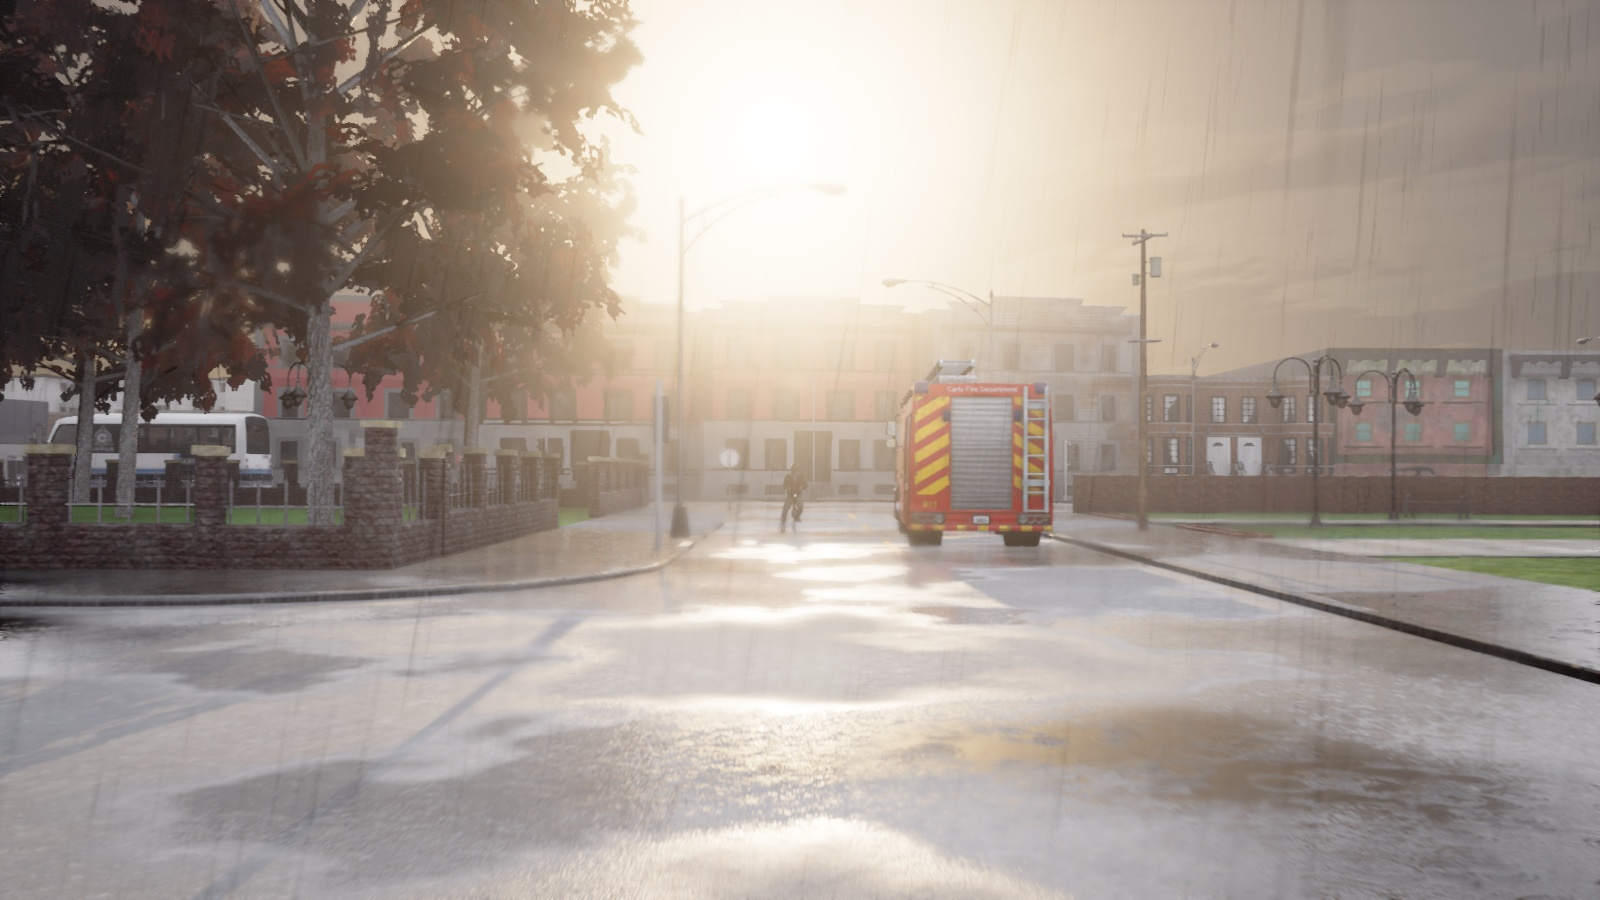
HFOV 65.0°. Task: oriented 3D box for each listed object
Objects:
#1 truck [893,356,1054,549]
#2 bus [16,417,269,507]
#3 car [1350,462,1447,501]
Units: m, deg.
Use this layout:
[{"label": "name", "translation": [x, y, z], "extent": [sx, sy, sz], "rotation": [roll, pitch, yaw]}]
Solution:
[{"label": "truck", "translation": [3.768, 0.125, 29.252], "extent": [2.891, 3.827, 8.468], "rotation": [0, -1, 2]}, {"label": "bus", "translation": [-31.952, 0.594, 61.421], "extent": [10.273, 4.253, 3.944], "rotation": [0, -1, 0]}, {"label": "car", "translation": [29.311, 1.524, 61.582], "extent": [3.866, 1.878, 1.905], "rotation": [0, -1, 0]}]
